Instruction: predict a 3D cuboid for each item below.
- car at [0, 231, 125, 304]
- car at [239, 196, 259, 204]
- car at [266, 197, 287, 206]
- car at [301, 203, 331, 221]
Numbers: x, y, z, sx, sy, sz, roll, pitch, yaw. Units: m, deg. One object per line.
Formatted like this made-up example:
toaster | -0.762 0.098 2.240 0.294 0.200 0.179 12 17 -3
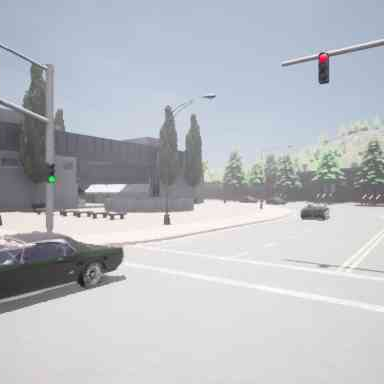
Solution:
car | -3.829 1.601 7.198 1.895 1.301 4.718 0 0 37
car | 10.992 1.526 64.649 1.812 1.442 4.674 0 0 -26
car | 14.038 1.526 55.643 1.812 1.442 4.674 0 0 -14
car | 10.400 1.601 27.826 1.895 1.301 4.718 0 0 28
